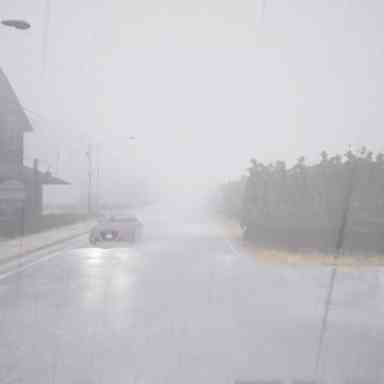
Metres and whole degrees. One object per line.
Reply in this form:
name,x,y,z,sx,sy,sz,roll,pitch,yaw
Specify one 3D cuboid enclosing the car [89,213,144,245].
car,-3.577,1.742,16.347,1.994,1.385,4.181,0,-1,0
